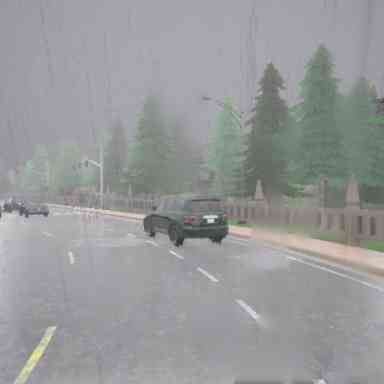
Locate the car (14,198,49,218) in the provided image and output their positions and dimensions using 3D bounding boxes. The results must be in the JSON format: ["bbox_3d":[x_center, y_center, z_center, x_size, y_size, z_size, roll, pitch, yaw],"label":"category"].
[{"bbox_3d":[-14.599,1.547,30.576,2.033,1.411,5.357,0,0,-36],"label":"car"}]

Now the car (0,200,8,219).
[{"bbox_3d":[-17.251,1.509,28.066,2.128,1.511,4.902,0,0,-36],"label":"car"}]

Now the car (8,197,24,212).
[{"bbox_3d":[-20.171,1.352,38.267,2.097,1.767,4.553,0,0,-36],"label":"car"}]

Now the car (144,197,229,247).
[{"bbox_3d":[-0.460,1.222,15.449,2.150,2.045,5.566,0,0,-26],"label":"car"}]
